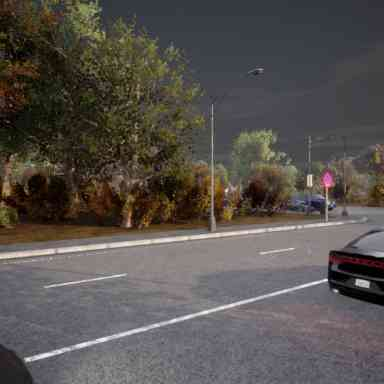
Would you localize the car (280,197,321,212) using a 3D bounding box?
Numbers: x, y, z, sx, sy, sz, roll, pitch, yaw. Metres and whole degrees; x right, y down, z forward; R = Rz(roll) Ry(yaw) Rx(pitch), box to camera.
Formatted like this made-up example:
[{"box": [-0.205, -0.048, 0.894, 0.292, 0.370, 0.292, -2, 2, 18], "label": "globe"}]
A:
[{"box": [12.144, 1.564, 38.215, 1.994, 1.385, 4.181, 0, 0, -32], "label": "car"}]

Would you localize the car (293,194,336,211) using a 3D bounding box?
[{"box": [14.746, 1.221, 40.685, 2.150, 2.045, 5.566, 0, 0, -31], "label": "car"}]

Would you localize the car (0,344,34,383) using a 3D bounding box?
[{"box": [-3.282, 1.505, 1.396, 4.892, 1.490, 1.837, 0, 0, -36], "label": "car"}]

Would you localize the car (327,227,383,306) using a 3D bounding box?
[{"box": [5.051, 1.478, 7.370, 5.008, 1.535, 1.882, 0, 0, -36], "label": "car"}]

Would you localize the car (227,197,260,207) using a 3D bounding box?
[{"box": [7.856, 1.526, 51.502, 2.033, 1.411, 5.357, 0, 0, -32], "label": "car"}]

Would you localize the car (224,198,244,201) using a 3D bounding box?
[{"box": [5.774, 1.512, 48.254, 1.812, 1.442, 4.674, 0, 0, -32], "label": "car"}]
